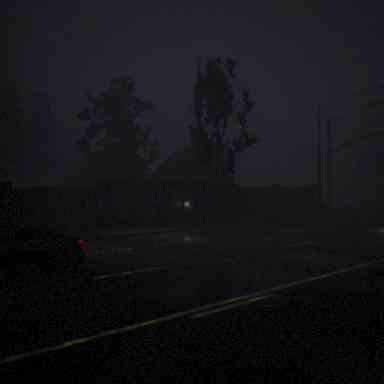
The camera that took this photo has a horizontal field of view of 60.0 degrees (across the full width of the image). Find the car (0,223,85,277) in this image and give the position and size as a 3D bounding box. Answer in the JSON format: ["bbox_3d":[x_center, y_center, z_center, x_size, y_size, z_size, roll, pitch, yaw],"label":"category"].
[{"bbox_3d":[-5.104,1.559,8.948,4.181,1.385,1.994,0,0,-35],"label":"car"}]
